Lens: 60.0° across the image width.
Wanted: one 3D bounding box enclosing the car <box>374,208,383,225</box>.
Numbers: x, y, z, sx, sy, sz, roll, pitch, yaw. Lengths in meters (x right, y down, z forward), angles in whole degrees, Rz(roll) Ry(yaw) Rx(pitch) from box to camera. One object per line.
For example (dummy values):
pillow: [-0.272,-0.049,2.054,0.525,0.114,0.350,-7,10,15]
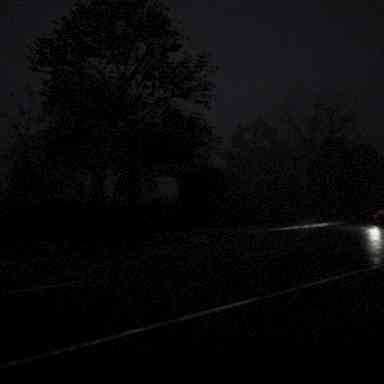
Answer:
car: [14.526,1.478,22.958,5.008,1.535,1.882,0,0,-35]
